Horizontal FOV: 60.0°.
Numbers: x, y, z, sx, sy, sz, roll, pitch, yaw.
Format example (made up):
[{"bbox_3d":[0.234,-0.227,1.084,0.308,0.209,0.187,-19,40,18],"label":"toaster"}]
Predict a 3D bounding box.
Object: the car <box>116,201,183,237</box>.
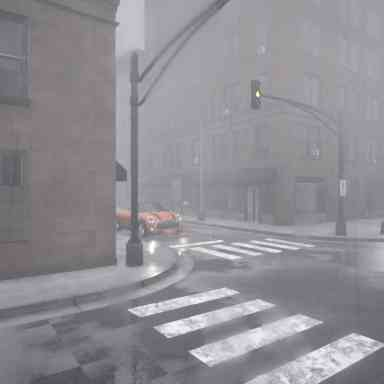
[{"bbox_3d":[-2.372,1.263,17.511,2.097,1.767,4.553,0,0,-35],"label":"car"}]
